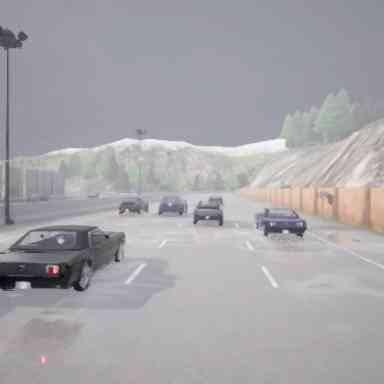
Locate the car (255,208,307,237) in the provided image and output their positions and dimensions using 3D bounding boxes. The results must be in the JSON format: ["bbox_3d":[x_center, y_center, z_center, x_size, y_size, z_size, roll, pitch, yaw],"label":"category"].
[{"bbox_3d":[4.394,1.475,17.226,1.895,1.301,4.718,0,1,4],"label":"car"}]

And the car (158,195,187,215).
[{"bbox_3d":[-1.624,1.085,29.823,2.097,1.767,4.553,0,0,5],"label":"car"}]

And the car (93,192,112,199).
[{"bbox_3d":[-16.280,0.934,62.140,1.812,1.442,4.674,0,1,4],"label":"car"}]

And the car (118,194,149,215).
[{"bbox_3d":[-5.138,1.221,29.895,1.837,1.490,4.892,0,1,5],"label":"car"}]

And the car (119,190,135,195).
[{"bbox_3d":[-12.605,0.611,64.409,2.150,2.045,5.566,0,1,5],"label":"car"}]

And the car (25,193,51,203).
[{"bbox_3d":[-24.160,0.942,52.450,1.837,1.490,4.892,1,2,6],"label":"car"}]

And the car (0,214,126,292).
[{"bbox_3d":[-3.152,1.508,8.695,1.895,1.301,4.718,0,1,3],"label":"car"}]

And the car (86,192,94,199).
[{"bbox_3d":[-19.461,0.717,66.549,1.882,1.535,5.008,0,0,4],"label":"car"}]

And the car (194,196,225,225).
[{"bbox_3d":[1.190,1.309,22.578,2.128,1.511,4.902,0,1,5],"label":"car"}]
